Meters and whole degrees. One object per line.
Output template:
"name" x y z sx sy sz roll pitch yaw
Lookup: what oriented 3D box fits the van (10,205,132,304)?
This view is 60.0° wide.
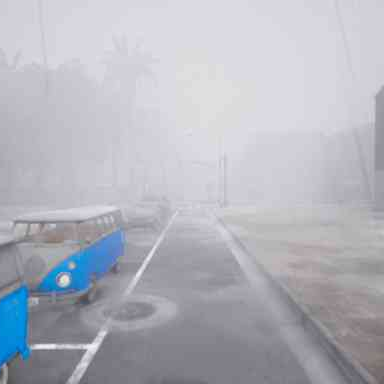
"van" -2.639 1.238 7.530 1.690 1.788 3.998 0 1 0

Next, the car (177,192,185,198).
"car" -2.641 0.707 79.136 1.802 1.307 4.206 0 0 0

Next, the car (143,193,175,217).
"car" -2.639 0.996 23.921 2.192 1.841 5.009 0 1 0

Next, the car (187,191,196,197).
"car" 0.001 0.535 83.678 1.812 1.442 4.674 0 0 0

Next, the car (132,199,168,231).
"car" -2.638 1.301 18.461 2.008 1.369 4.403 0 1 0

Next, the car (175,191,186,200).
"car" -2.641 0.710 62.069 1.967 1.590 4.097 0 1 0

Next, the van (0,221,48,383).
"van" -2.639 1.311 2.067 1.690 1.788 3.998 0 1 0

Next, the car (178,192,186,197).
"car" -2.642 0.592 90.512 2.008 1.369 4.403 0 0 0
